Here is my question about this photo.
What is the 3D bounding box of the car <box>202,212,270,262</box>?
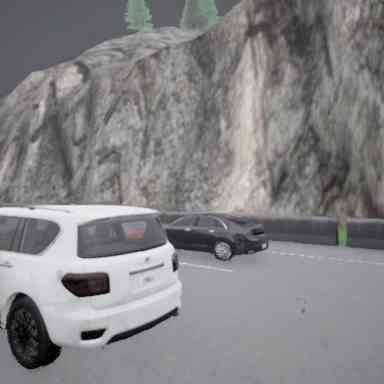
[{"bbox_3d":[0.398,1.523,12.313,4.892,1.490,1.837,0,0,36],"label":"car"}]

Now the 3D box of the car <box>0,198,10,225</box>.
[{"bbox_3d":[-14.948,1.330,23.274,4.553,1.767,2.097,0,0,36],"label":"car"}]

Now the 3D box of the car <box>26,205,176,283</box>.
[{"bbox_3d":[-2.950,1.371,10.402,4.553,1.767,2.097,0,0,36],"label":"car"}]

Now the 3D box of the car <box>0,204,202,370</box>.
[{"bbox_3d":[-2.765,1.238,5.969,5.566,2.045,2.150,0,0,36],"label":"car"}]
